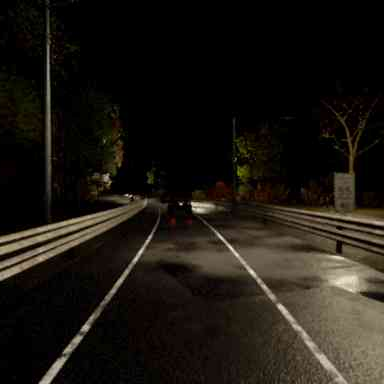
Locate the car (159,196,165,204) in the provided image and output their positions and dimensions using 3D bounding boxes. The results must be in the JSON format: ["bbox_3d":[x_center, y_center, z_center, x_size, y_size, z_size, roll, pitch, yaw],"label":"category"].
[{"bbox_3d":[-5.188,1.554,63.619,2.033,1.411,5.357,0,0,-11],"label":"car"}]

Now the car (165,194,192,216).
[{"bbox_3d":[-1.289,1.225,33.474,2.150,2.045,5.566,0,0,-6],"label":"car"}]
